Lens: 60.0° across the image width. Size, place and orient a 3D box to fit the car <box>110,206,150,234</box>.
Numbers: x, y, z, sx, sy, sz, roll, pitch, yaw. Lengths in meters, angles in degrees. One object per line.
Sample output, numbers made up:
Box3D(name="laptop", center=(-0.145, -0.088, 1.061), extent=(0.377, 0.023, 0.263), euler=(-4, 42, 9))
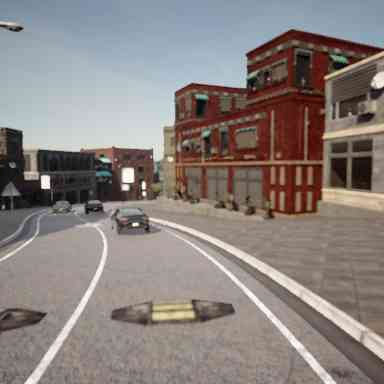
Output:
Box3D(name="car", center=(-3.724, 1.550, 19.631), extent=(1.812, 1.442, 4.674), euler=(-2, 0, -19))

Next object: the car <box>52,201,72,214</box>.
Box3D(name="car", center=(-15.761, 1.830, 40.433), extent=(1.837, 1.490, 4.892), euler=(-2, 0, -16))

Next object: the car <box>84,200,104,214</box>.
Box3D(name="car", center=(-11.334, 1.674, 38.493), extent=(1.882, 1.535, 5.008), euler=(-2, 0, -19))
